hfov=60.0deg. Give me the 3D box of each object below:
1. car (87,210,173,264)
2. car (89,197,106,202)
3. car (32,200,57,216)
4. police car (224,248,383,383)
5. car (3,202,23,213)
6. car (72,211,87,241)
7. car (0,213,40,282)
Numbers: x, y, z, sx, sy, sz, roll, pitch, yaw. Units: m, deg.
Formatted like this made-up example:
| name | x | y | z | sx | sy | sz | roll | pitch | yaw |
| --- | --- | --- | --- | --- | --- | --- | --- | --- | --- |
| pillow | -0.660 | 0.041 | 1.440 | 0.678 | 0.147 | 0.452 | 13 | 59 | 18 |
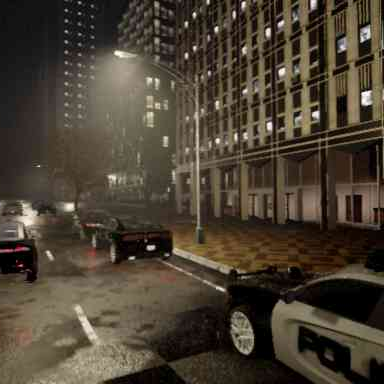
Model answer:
| name | x | y | z | sx | sy | sz | roll | pitch | yaw |
| --- | --- | --- | --- | --- | --- | --- | --- | --- | --- |
| car | -2.405 | 1.584 | 12.438 | 1.882 | 1.535 | 5.008 | 0 | -1 | -28 |
| car | -25.899 | 2.073 | 91.168 | 4.403 | 1.369 | 2.008 | 0 | -1 | -28 |
| car | -15.685 | 1.814 | 35.735 | 2.128 | 1.511 | 4.902 | 0 | -1 | -27 |
| police car | 2.183 | 1.451 | 3.676 | 1.930 | 1.638 | 5.238 | 0 | -1 | -28 |
| car | -19.934 | 1.868 | 37.027 | 1.812 | 1.442 | 4.674 | 0 | 0 | -28 |
| car | -5.188 | 1.681 | 17.753 | 1.812 | 1.442 | 4.674 | 0 | -1 | -28 |
| car | -5.550 | 1.581 | 9.552 | 2.128 | 1.511 | 4.902 | 0 | -1 | -28 |
